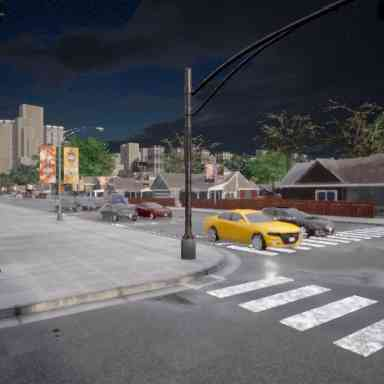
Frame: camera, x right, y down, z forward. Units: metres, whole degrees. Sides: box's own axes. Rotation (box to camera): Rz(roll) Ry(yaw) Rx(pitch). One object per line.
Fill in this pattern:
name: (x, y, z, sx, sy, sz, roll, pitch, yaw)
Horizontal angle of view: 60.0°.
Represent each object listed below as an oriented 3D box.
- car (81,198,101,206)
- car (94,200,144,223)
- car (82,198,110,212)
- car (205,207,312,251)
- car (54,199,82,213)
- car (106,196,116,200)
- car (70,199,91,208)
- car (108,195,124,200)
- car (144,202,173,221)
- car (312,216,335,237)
car: (-19.093, 1.907, 62.626, 2.033, 1.411, 5.357, 0, 0, -35)
car: (-6.116, 1.659, 27.392, 1.837, 1.490, 4.892, 0, -1, -35)
car: (-12.345, 1.807, 41.787, 1.994, 1.385, 4.181, 0, 0, -35)
car: (2.490, 1.535, 14.696, 1.882, 1.535, 5.008, 0, 0, -31)
car: (-15.400, 1.755, 40.485, 1.837, 1.490, 4.892, 0, 0, -35)
car: (-13.357, 1.786, 49.128, 1.837, 1.490, 4.892, 0, 0, -35)
car: (-19.408, 1.887, 57.612, 2.033, 1.411, 5.357, 0, 0, -34)
car: (-12.942, 1.523, 54.146, 2.150, 2.045, 5.566, 0, 0, -36)
car: (-3.586, 1.631, 29.437, 1.882, 1.535, 5.008, 0, 0, -35)
car: (5.082, 1.567, 17.778, 1.837, 1.490, 4.892, 0, 0, -40)
